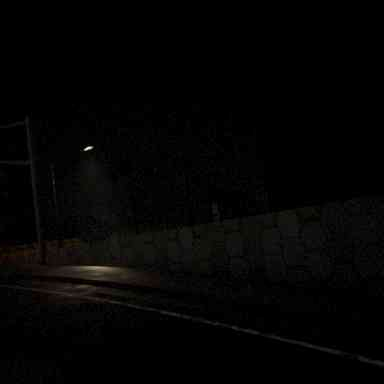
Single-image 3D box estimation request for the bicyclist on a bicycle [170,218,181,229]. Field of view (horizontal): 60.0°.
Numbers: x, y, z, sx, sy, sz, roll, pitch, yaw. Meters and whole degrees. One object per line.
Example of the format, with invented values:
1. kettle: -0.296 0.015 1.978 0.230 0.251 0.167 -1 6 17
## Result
1. bicyclist on a bicycle: -1.317 2.911 27.267 1.656 1.620 0.582 -14 -8 35
